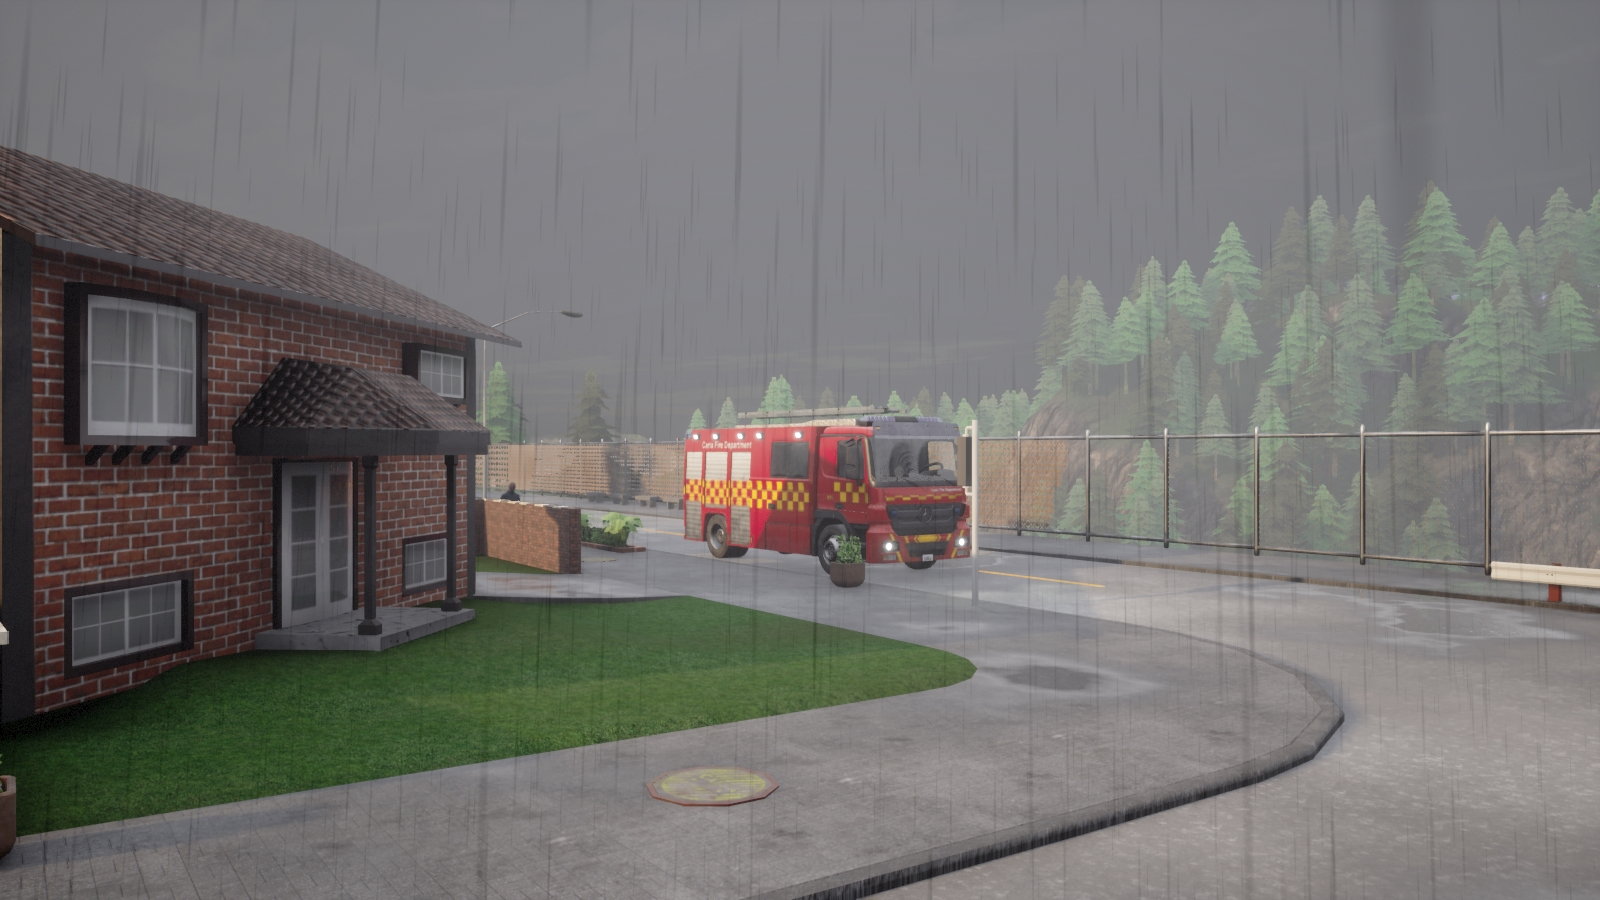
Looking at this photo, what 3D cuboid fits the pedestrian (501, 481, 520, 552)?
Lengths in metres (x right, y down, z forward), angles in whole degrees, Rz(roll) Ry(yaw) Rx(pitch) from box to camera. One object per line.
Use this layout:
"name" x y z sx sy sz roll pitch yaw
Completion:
"pedestrian" -7.666 1.745 30.247 0.375 1.860 0.375 0 0 -38

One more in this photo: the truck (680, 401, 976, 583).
"truck" 0.353 0.890 28.322 2.891 3.827 8.468 0 0 -35
